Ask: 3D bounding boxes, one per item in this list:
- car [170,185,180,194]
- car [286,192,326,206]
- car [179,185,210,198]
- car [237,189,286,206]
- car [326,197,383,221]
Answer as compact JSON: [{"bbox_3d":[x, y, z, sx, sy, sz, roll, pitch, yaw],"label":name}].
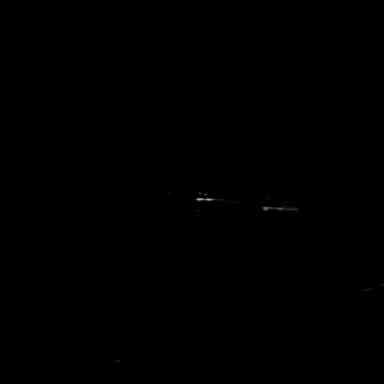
[{"bbox_3d":[-1.932,-0.409,54.865,2.128,1.511,4.902,2,2,-28],"label":"car"},{"bbox_3d":[10.620,0.722,31.737,2.128,1.511,4.902,2,2,-28],"label":"car"},{"bbox_3d":[0.570,0.005,43.645,1.837,1.490,4.892,2,2,-28],"label":"car"},{"bbox_3d":[6.450,0.507,32.809,1.882,1.535,5.008,2,2,-29],"label":"car"},{"bbox_3d":[11.916,1.123,22.601,1.895,1.301,4.718,2,2,-27],"label":"car"}]
